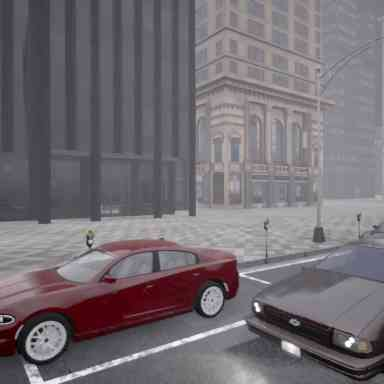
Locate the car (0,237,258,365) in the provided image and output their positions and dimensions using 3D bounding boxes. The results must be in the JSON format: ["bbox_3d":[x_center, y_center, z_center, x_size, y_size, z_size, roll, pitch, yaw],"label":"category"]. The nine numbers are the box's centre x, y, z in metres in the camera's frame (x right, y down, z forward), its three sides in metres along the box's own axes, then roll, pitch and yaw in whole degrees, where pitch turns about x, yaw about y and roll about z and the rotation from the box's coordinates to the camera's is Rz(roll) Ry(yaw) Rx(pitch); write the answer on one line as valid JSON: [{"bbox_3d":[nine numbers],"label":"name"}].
[{"bbox_3d":[-1.178,1.546,5.812,4.507,1.381,1.887,0,0,-36],"label":"car"}]

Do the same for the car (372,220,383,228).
[{"bbox_3d":[8.001,1.574,12.371,4.313,1.339,1.947,0,0,-36],"label":"car"}]

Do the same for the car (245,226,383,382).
[{"bbox_3d":[3.391,1.551,5.677,5.357,1.411,2.033,0,0,-36],"label":"car"}]
